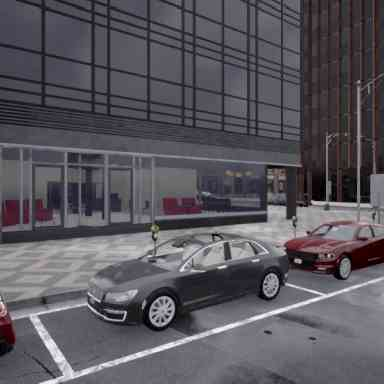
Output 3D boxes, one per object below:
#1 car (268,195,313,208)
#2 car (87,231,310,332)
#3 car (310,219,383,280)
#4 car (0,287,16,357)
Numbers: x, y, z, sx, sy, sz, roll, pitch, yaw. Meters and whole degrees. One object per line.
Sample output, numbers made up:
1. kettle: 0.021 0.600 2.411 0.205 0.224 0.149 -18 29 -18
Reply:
1. car: 11.386 1.082 38.854 2.033 1.411 5.357 0 1 -36
2. car: 0.135 1.551 6.750 4.403 1.369 2.008 0 0 -36
3. car: 4.575 1.545 9.922 4.507 1.381 1.887 0 0 -36
4. car: -4.306 1.440 3.578 4.097 1.590 1.967 0 0 -36
